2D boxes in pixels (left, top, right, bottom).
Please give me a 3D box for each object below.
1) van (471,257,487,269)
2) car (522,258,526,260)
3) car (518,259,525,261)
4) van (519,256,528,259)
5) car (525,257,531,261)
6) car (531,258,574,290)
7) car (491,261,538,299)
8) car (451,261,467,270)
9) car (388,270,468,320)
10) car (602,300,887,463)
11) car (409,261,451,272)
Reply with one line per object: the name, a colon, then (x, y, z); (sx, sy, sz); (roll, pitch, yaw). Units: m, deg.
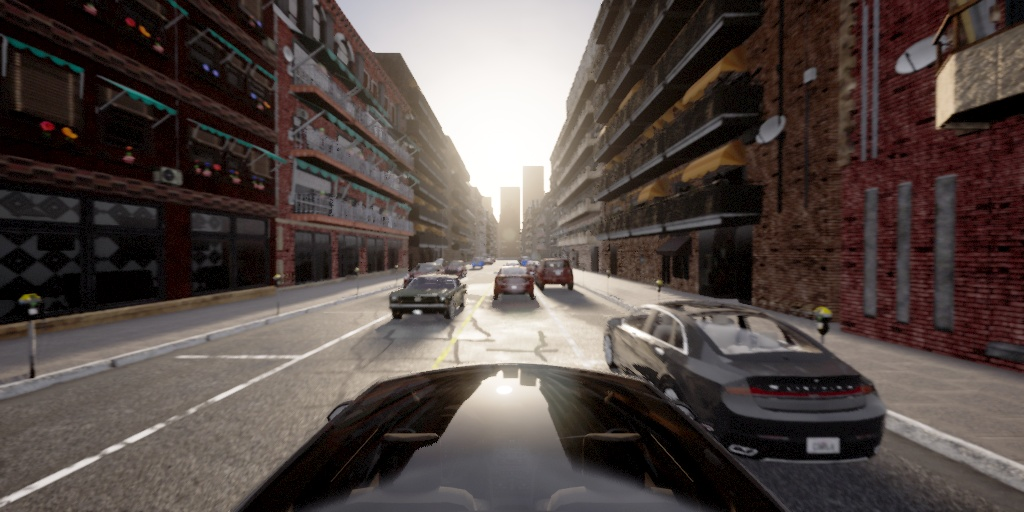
van: (-5.343, 1.071, 56.220); (1.690, 1.789, 3.998); (0, 0, 0)
car: (2.543, 1.278, 44.740); (1.888, 1.381, 4.507); (0, 0, 0)
car: (0.083, 1.261, 35.288); (1.812, 1.442, 4.674); (0, 0, 0)
van: (2.535, 1.069, 61.733); (1.690, 1.789, 3.998); (0, 0, 0)
car: (2.553, 1.175, 33.411); (1.967, 1.591, 4.097); (0, 0, 0)
car: (2.543, 1.054, 22.083); (2.192, 1.841, 5.009); (0, 0, 0)
car: (0.092, 1.219, 18.161); (1.882, 1.535, 5.008); (0, 0, 0)
car: (-5.332, 1.175, 33.616); (1.967, 1.591, 4.097); (0, 0, 0)
car: (-2.762, 1.344, 12.749); (1.895, 1.301, 4.718); (0, 0, 0)
car: (2.529, 1.299, 5.090); (2.007, 1.370, 4.403); (0, 0, 0)
car: (-5.327, 1.179, 22.313); (1.967, 1.591, 4.097); (0, 0, 0)
